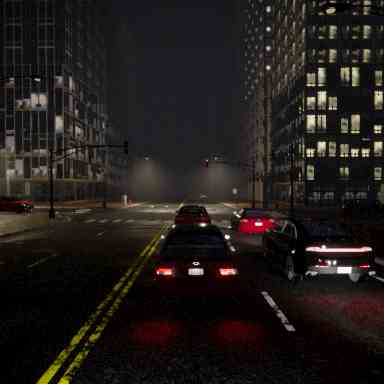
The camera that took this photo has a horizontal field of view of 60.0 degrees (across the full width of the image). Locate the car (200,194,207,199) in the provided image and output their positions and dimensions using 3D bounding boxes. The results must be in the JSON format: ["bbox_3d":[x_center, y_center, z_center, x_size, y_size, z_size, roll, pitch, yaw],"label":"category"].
[{"bbox_3d":[3.060,1.266,91.397,1.812,1.442,4.674,0,0,0],"label":"car"}]

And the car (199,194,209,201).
[{"bbox_3d":[3.081,1.513,81.425,1.895,1.301,4.718,0,0,0],"label":"car"}]

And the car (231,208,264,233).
[{"bbox_3d":[3.311,1.554,18.470,1.994,1.385,4.181,0,0,0],"label":"car"}]

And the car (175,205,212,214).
[{"bbox_3d":[0.066,1.468,18.576,1.882,1.535,5.008,0,0,1],"label":"car"}]

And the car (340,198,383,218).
[{"bbox_3d":[16.139,1.519,30.217,5.009,1.841,2.192,1,0,1],"label":"car"}]

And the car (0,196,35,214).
[{"bbox_3d":[-18.277,1.206,33.292,4.553,1.767,2.097,1,1,1],"label":"car"}]

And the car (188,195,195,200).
[{"bbox_3d":[-0.194,1.459,92.857,1.994,1.385,4.181,0,0,0],"label":"car"}]

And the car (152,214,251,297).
[{"bbox_3d":[0.083,1.544,8.755,2.033,1.411,5.357,0,0,0],"label":"car"}]

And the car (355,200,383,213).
[{"bbox_3d":[21.730,1.643,38.515,4.829,1.417,1.752,1,0,1],"label":"car"}]

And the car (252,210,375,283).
[{"bbox_3d":[3.329,1.487,9.669,2.128,1.511,4.902,0,0,0],"label":"car"}]

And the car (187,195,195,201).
[{"bbox_3d":[-0.172,1.519,82.767,1.895,1.301,4.718,0,0,0],"label":"car"}]
